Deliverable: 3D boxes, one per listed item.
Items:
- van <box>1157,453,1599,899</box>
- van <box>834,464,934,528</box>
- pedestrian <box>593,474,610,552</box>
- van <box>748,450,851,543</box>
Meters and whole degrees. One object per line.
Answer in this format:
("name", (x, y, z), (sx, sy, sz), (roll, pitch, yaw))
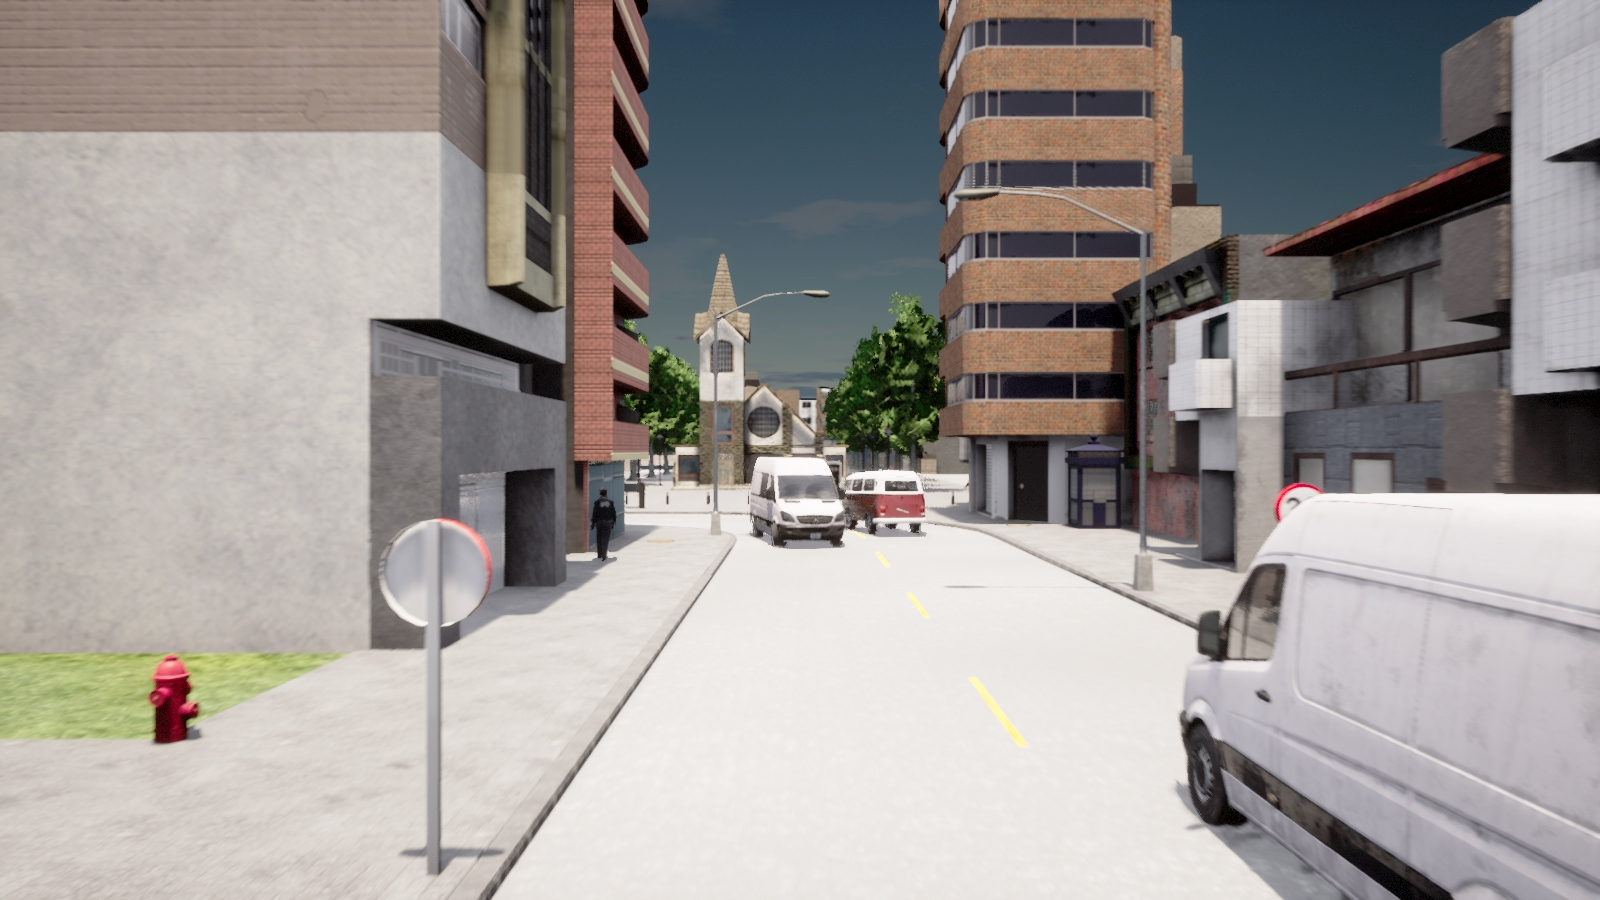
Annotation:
("van", (3.999, 1.308, 6.644), (1.988, 2.561, 5.915), (0, 0, 0))
("van", (2.754, 1.527, 38.734), (2.069, 2.038, 4.480), (0, -1, -14))
("pedestrian", (-4.749, 1.503, 27.347), (0.375, 1.860, 0.375), (0, 0, -14))
("van", (-0.130, 1.289, 34.555), (1.988, 2.561, 5.915), (1, 0, -11))
